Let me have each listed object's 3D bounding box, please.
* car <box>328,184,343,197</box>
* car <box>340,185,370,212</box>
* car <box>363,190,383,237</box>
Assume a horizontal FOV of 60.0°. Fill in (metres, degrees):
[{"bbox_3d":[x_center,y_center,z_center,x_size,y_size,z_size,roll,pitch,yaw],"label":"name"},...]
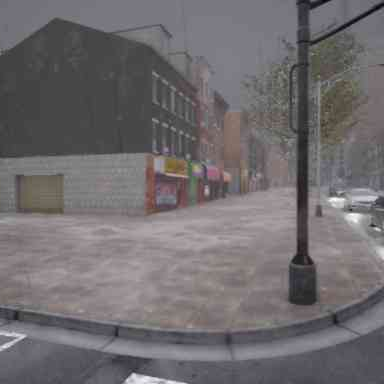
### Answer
[{"bbox_3d":[17.179,-0.177,39.281,2.128,1.511,4.902,0,2,19],"label":"car"},{"bbox_3d":[11.475,0.481,22.655,1.812,1.442,4.674,0,2,19],"label":"car"},{"bbox_3d":[8.171,0.868,12.911,1.837,1.490,4.892,0,3,19],"label":"car"}]
